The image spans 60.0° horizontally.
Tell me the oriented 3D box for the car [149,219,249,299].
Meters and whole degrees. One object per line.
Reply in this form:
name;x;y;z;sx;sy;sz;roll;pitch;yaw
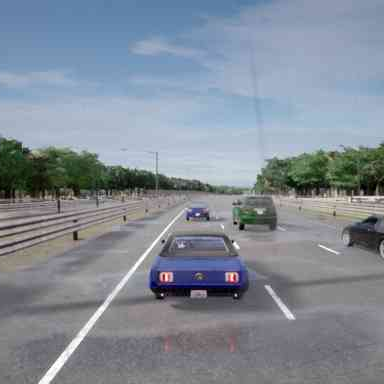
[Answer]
car;0.148;1.599;8.369;1.895;1.301;4.718;0;0;0

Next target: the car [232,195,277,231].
car;3.828;1.220;20.953;2.150;2.045;5.566;0;0;2

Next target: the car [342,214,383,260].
car;7.196;1.524;12.098;1.812;1.442;4.674;0;0;1

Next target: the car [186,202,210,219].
car;0.484;1.524;27.252;1.812;1.442;4.674;0;0;1
